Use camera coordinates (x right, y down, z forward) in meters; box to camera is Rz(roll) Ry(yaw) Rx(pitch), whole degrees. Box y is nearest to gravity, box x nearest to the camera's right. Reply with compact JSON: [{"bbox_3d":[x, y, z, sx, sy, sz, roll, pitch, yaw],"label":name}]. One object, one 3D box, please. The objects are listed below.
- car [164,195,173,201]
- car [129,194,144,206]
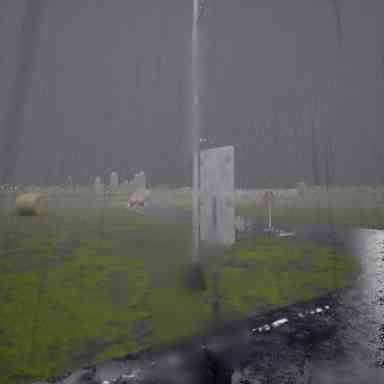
[{"bbox_3d":[-7.011,1.705,94.743,1.812,1.442,4.674,0,0,0],"label":"car"},{"bbox_3d":[-9.332,1.330,56.097,2.150,2.045,5.566,0,0,-12],"label":"car"}]
